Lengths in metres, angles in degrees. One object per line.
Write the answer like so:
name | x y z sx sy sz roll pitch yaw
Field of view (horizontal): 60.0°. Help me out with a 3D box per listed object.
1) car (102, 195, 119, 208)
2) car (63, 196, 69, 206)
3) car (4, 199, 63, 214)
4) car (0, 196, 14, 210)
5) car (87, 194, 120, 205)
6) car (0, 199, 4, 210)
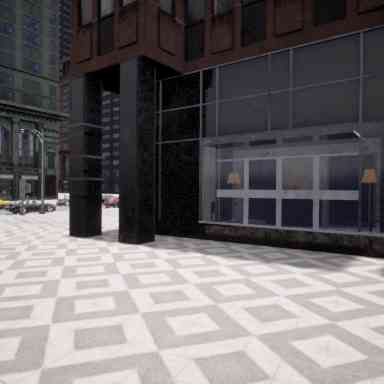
car | -8.698 1.244 39.942 1.802 1.307 4.206 2 2 36
car | -15.935 1.132 44.478 2.008 1.369 4.403 2 2 36
car | -14.961 1.342 31.198 2.008 1.369 4.403 2 2 36
car | -22.092 1.233 35.880 1.752 1.417 4.829 2 2 36
car | -12.906 1.082 48.707 1.947 1.339 4.313 2 2 36
car | -18.093 1.419 26.825 1.947 1.339 4.313 2 2 36
